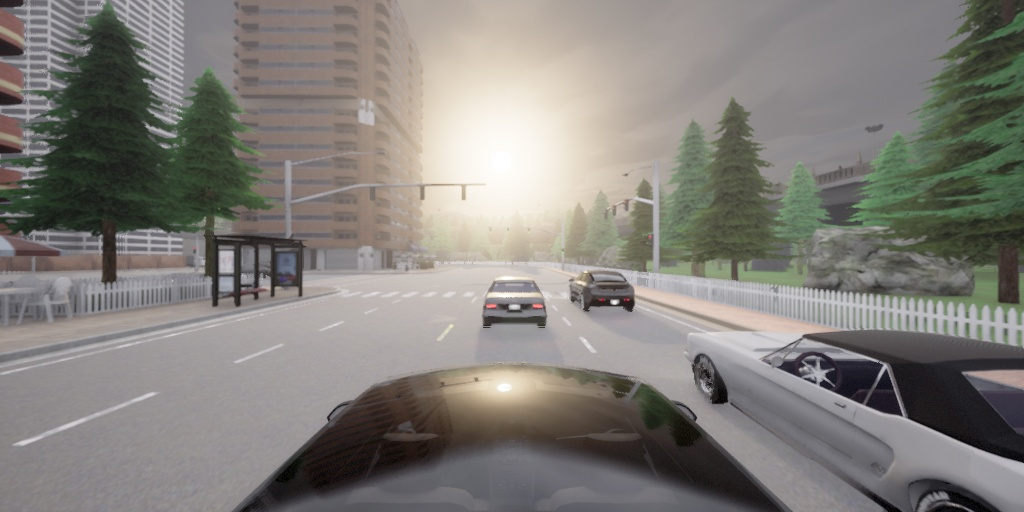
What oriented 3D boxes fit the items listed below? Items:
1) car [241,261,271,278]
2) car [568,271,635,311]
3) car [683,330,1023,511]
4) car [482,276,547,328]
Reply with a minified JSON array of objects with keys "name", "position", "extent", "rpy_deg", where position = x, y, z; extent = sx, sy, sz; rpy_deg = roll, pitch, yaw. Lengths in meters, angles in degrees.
[{"name":"car","position":[-26.101,1.539,36.357],"extent":[4.674,1.442,1.812],"rpy_deg":[0,0,0]},{"name":"car","position":[3.541,1.333,14.772],"extent":[1.837,1.490,4.892],"rpy_deg":[0,0,0]},{"name":"car","position":[3.527,1.361,3.369],"extent":[1.895,1.301,4.718],"rpy_deg":[0,0,1]},{"name":"car","position":[0.061,1.357,11.639],"extent":[2.033,1.411,5.357],"rpy_deg":[0,0,0]}]
